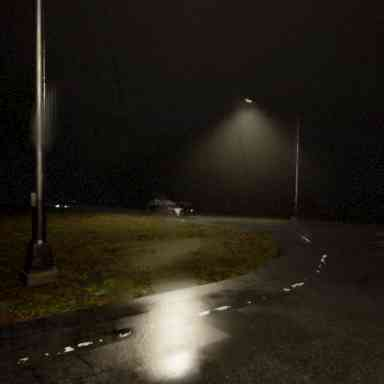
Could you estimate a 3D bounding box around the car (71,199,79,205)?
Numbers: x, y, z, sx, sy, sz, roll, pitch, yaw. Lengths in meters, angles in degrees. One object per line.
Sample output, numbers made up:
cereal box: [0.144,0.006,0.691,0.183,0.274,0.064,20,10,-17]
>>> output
car: [-28.961,2.485,80.806,2.128,1.511,4.902,4,-3,-35]

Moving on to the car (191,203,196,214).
car: [-1.408,1.923,40.969,1.837,1.490,4.892,4,-3,-35]

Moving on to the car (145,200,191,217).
car: [-2.585,1.453,30.385,2.128,1.511,4.902,4,-3,-35]

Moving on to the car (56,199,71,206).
car: [-26.198,2.075,66.788,1.895,1.301,4.718,3,-3,-27]
